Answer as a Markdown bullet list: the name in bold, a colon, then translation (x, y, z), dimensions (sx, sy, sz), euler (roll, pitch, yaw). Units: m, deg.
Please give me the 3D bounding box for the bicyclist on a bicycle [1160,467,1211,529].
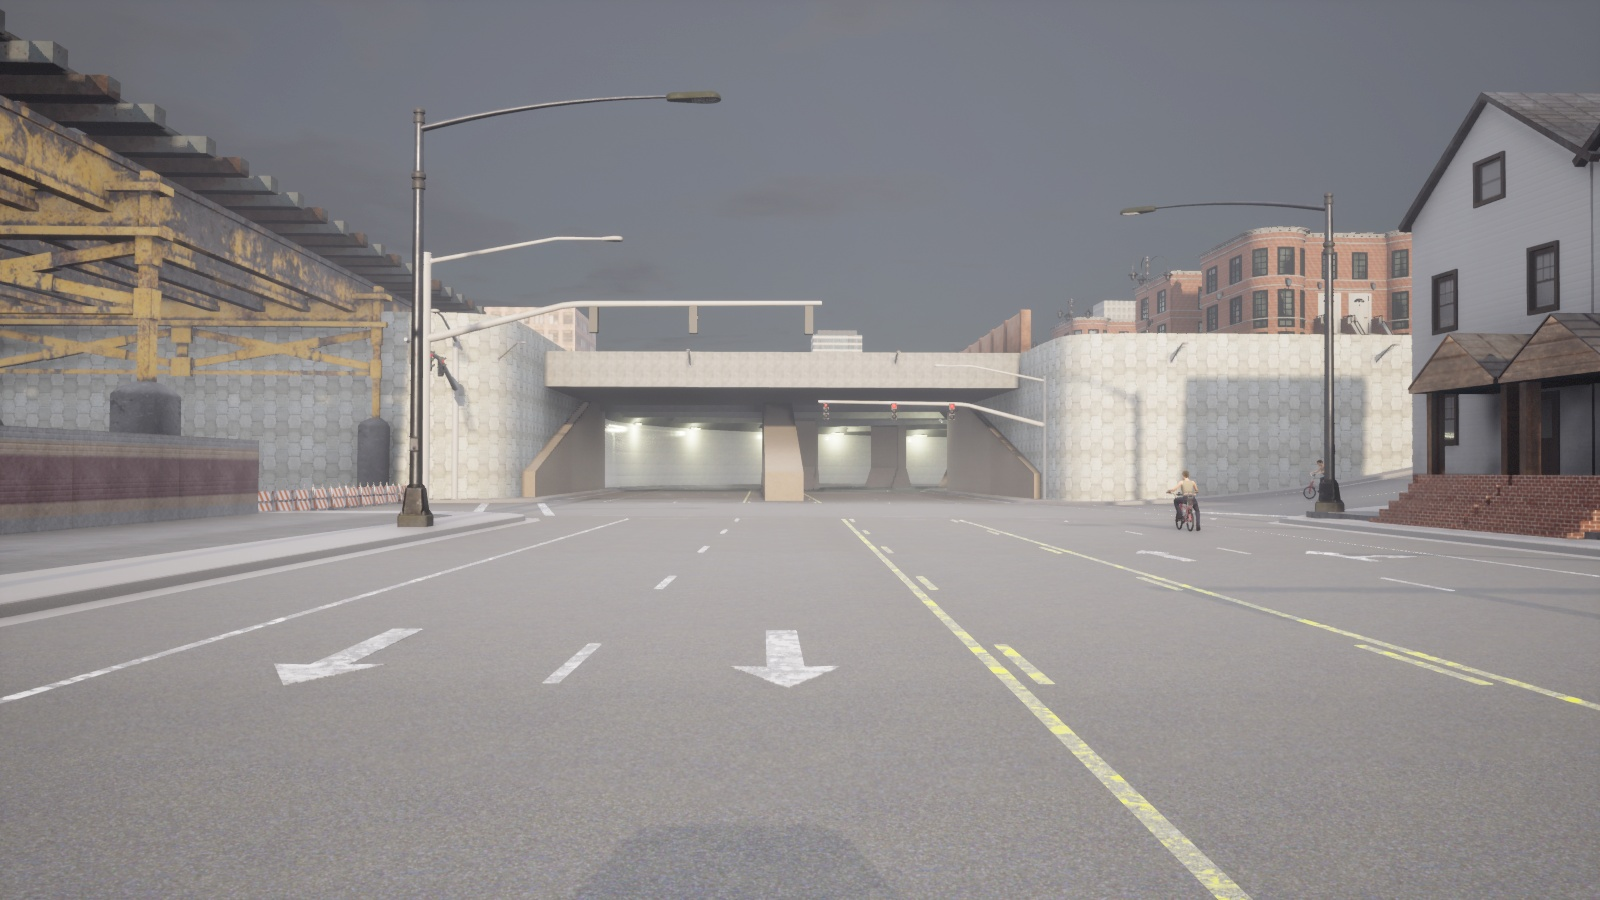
- **bicyclist on a bicycle**: translation (10.309, 1.273, 33.622), dimensions (0.866, 1.612, 1.509), euler (0, -1, 0)
